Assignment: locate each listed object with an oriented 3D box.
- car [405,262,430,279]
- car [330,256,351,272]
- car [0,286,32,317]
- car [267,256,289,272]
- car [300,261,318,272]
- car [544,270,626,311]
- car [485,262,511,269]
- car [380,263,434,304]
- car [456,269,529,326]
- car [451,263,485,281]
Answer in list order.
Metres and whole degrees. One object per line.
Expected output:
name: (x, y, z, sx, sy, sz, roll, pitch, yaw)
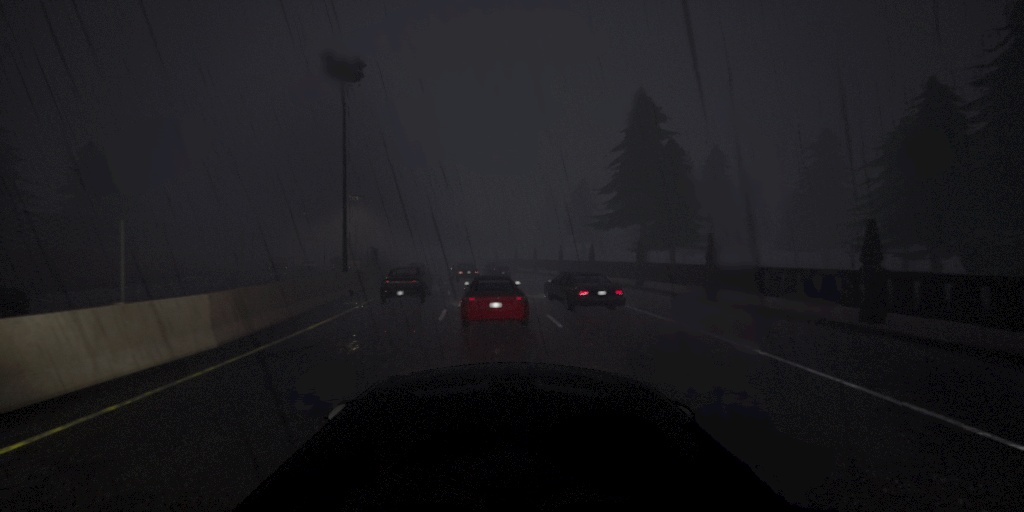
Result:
car: (-9.055, 1.316, 33.984, 1.994, 1.385, 4.181, 0, 0, -19)
car: (-22.503, 1.015, 46.992, 2.150, 2.045, 5.566, 0, 0, -28)
car: (-14.501, 1.292, 8.085, 2.128, 1.511, 4.902, 0, 0, -5)
car: (-30.908, 1.043, 47.496, 2.150, 2.045, 5.566, 0, 0, -31)
car: (-27.185, 1.334, 48.052, 1.812, 1.442, 4.674, 0, 0, -31)
car: (2.674, 1.274, 14.377, 2.033, 1.411, 5.357, 0, 0, -7)
car: (-1.409, 1.248, 33.134, 1.812, 1.442, 4.674, 0, 0, -16)
car: (-4.748, 1.245, 16.537, 2.128, 1.511, 4.902, 0, 0, -8)
car: (-0.624, 1.306, 11.767, 1.994, 1.385, 4.181, 0, 0, -5)
car: (-3.920, 1.284, 29.474, 2.033, 1.411, 5.357, 0, 0, -16)
